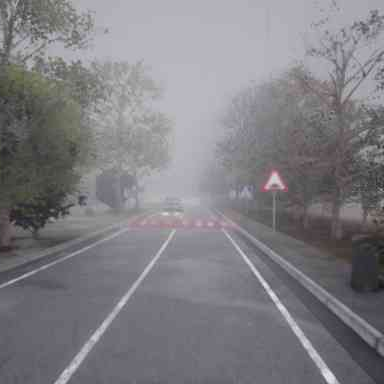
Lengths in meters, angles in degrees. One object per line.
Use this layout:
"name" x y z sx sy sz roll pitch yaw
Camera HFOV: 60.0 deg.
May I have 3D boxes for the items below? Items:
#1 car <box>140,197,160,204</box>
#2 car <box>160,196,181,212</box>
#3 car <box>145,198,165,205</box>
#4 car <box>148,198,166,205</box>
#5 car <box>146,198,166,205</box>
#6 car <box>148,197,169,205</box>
"car" -9.169 2.309 81.315 5.366 1.575 1.946 0 -2 1
"car" -2.659 1.576 45.481 2.150 2.045 5.566 0 0 1
"car" -9.335 2.400 84.084 4.892 1.521 2.231 0 -2 1
"car" -9.310 2.472 89.634 4.553 1.767 2.185 0 -2 1
"car" -9.311 2.494 86.854 5.008 1.535 2.097 0 -2 1
"car" -9.225 2.455 92.408 5.566 2.045 2.435 0 -2 1
